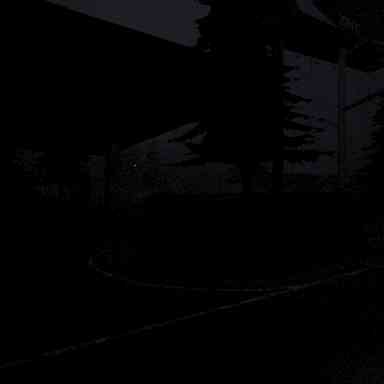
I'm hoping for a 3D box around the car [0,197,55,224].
[{"bbox_3d":[-11.923,1.313,23.512,3.866,1.878,1.905,0,0,-36],"label":"car"}]
